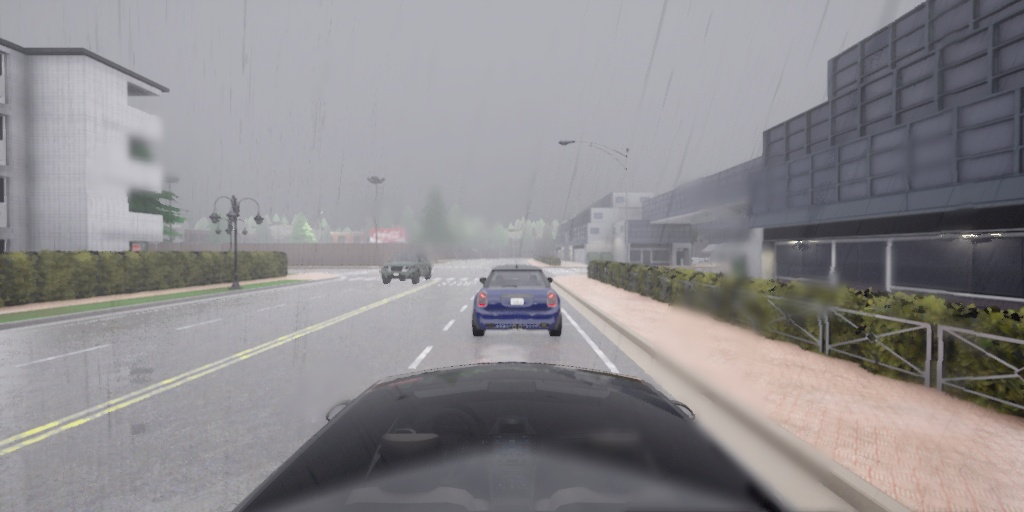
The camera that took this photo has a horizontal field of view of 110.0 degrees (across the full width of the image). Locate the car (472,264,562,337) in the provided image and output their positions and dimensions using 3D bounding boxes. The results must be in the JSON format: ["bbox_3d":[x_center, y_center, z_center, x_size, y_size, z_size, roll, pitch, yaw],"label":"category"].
[{"bbox_3d":[0.119,1.015,10.137,2.097,1.767,4.553,0,1,0],"label":"car"}]

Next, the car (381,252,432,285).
[{"bbox_3d":[-6.969,0.732,24.338,2.150,2.045,5.566,0,1,0],"label":"car"}]
